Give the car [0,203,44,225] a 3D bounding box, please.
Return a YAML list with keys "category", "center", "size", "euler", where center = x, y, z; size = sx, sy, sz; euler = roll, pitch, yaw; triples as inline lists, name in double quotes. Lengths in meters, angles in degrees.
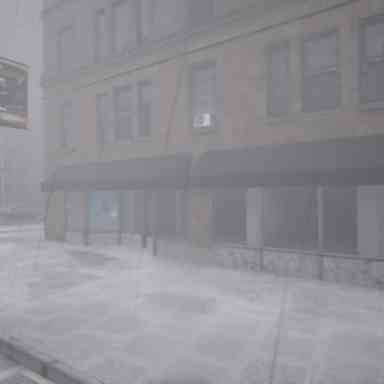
- category: "car"
  center: [-13.423, 1.589, 25.410]
  size: [2.128, 1.511, 4.902]
  euler: [-1, -1, 36]
